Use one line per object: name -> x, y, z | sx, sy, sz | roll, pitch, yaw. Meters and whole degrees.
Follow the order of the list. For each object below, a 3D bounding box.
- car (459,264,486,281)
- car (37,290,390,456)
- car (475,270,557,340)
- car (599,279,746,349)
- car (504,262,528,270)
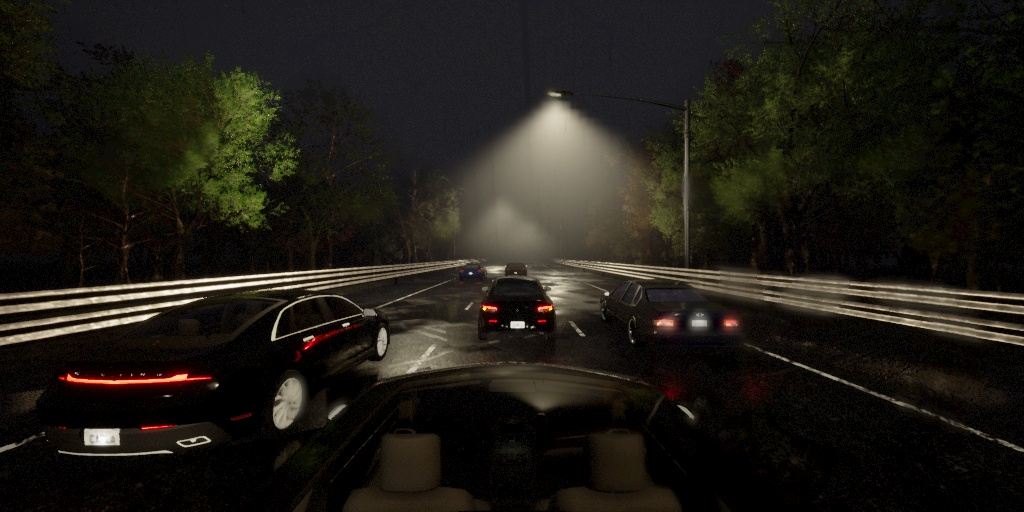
car -> -3.175, 1.311, 29.828 | 1.994, 1.385, 4.181 | 0, 0, 1
car -> -3.388, 1.255, 5.395 | 1.837, 1.490, 4.892 | 0, 0, 0
car -> 0.128, 1.275, 9.814 | 1.812, 1.442, 4.674 | 0, 0, 0
car -> 3.599, 1.297, 9.173 | 2.033, 1.411, 5.357 | 0, 0, 3
car -> 0.344, 1.224, 31.458 | 1.882, 1.535, 5.008 | 0, 0, 1
